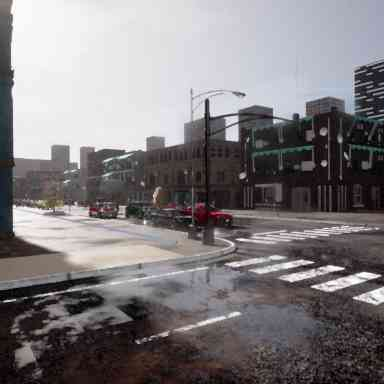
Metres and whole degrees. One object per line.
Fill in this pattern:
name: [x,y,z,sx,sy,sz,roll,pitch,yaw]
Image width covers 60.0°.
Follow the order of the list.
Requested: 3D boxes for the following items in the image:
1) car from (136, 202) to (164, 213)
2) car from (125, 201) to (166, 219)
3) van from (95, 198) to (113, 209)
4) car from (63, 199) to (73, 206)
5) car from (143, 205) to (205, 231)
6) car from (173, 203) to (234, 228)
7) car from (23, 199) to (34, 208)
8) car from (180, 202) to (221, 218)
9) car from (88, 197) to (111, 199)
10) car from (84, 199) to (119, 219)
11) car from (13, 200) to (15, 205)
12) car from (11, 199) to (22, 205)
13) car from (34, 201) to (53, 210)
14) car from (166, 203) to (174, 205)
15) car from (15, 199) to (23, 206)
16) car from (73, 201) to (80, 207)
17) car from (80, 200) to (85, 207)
car: [-5.600,1.966,43.867,1.802,1.307,4.206,-1,0,-35]
car: [-4.898,1.689,32.871,2.097,1.767,4.553,-1,0,-35]
van: [-15.203,1.907,57.418,1.690,1.788,3.998,-1,0,-35]
car: [-27.995,2.364,75.486,1.947,1.339,4.313,-1,0,-35]
car: [-1.318,1.815,23.111,1.947,1.339,4.313,-1,0,-35]
car: [0.962,1.698,24.597,1.882,1.535,5.008,-1,0,-35]
car: [-31.634,2.376,66.124,2.008,1.369,4.403,-1,0,-35]
car: [0.797,1.810,34.833,2.008,1.369,4.403,-2,0,-35]
car: [-11.043,1.678,41.564,2.150,2.045,5.566,-1,0,-35]
car: [-9.242,1.847,34.505,1.967,1.590,4.097,-1,0,-35]
car: [-41.231,2.548,79.675,2.008,1.369,4.403,-1,0,-35]
car: [-44.430,2.598,84.191,1.887,1.381,4.507,-1,0,-35]
car: [-25.137,2.233,56.951,1.752,1.417,4.829,-1,0,-35]
car: [-2.402,1.904,39.351,1.802,1.307,4.206,-2,0,-35]
car: [-38.035,2.380,75.157,1.967,1.590,4.097,-1,0,-35]
car: [-21.597,2.228,66.452,1.887,1.381,4.507,-1,0,-35]
car: [-18.403,1.940,61.934,2.192,1.841,5.009,-1,0,-35]
